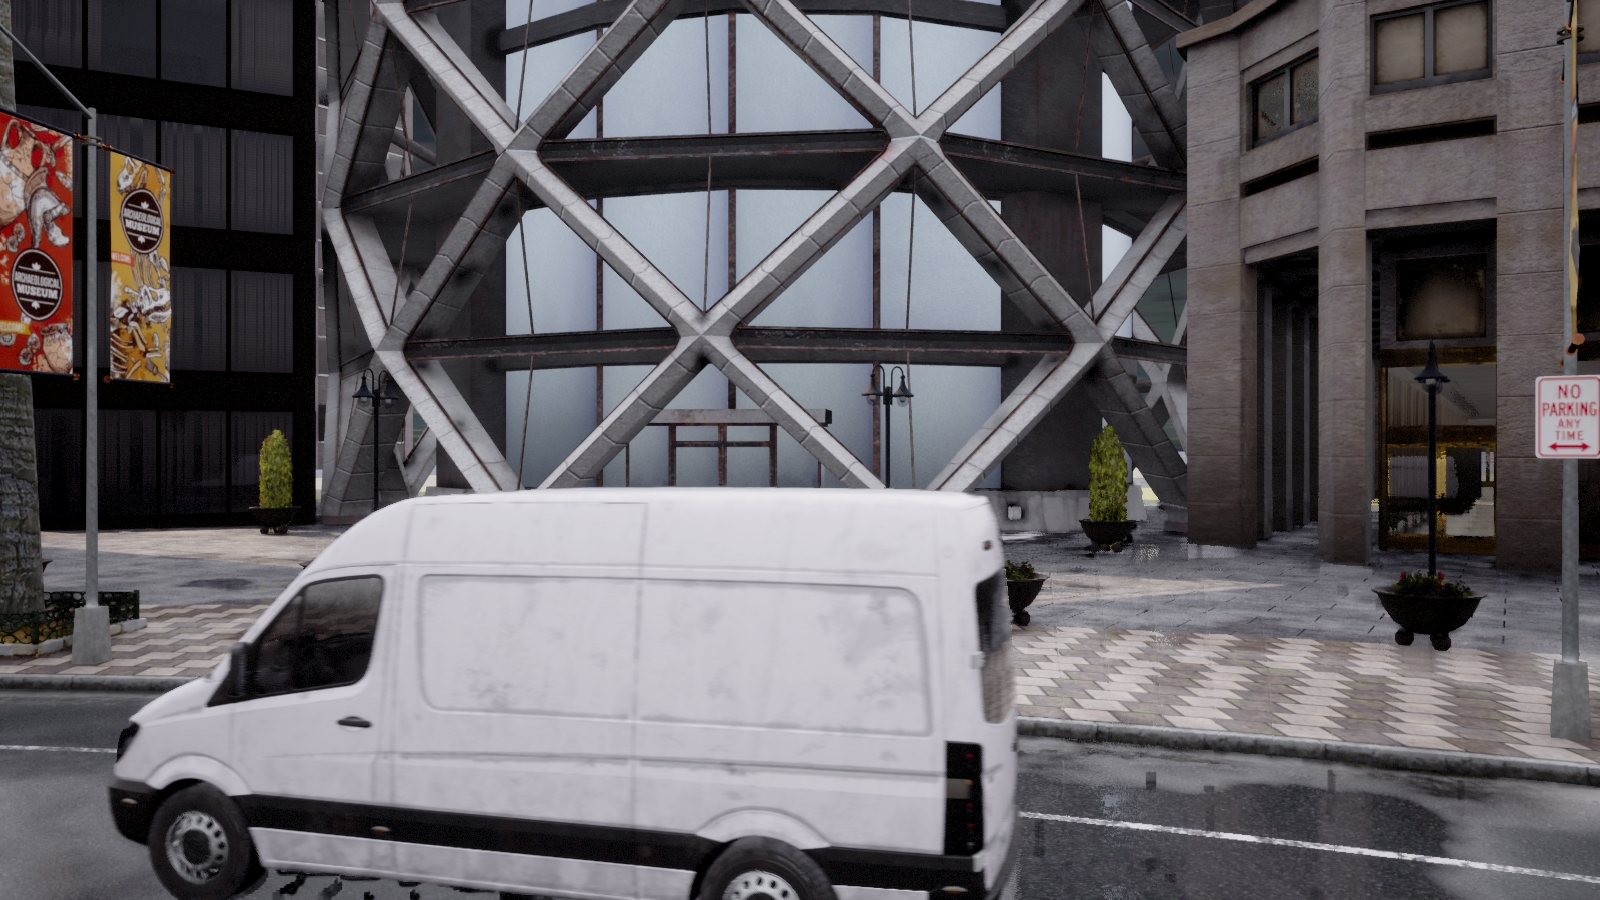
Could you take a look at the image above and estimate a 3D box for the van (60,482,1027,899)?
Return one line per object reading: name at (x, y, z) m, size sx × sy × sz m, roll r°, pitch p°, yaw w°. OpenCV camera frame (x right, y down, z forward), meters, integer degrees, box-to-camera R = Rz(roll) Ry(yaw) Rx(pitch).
van at (-1.609, 1.534, 7.450) m, size 5.915 × 2.561 × 1.988 m, roll 0°, pitch 0°, yaw 16°
